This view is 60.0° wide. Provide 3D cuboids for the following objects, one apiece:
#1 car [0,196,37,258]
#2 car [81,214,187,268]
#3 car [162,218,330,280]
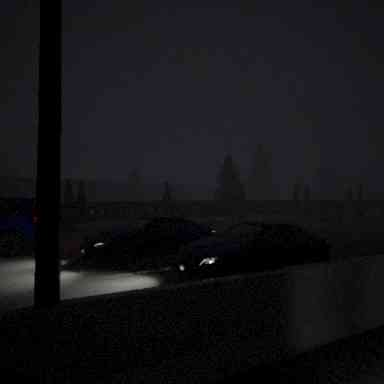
[{"bbox_3d":[-7.922,1.176,11.091,5.566,2.045,2.150,0,0,-35],"label":"car"},{"bbox_3d":[-1.306,1.504,11.242,4.674,1.442,1.812,0,0,-32],"label":"car"},{"bbox_3d":[1.773,1.515,9.041,4.674,1.442,1.812,0,0,-31],"label":"car"}]
